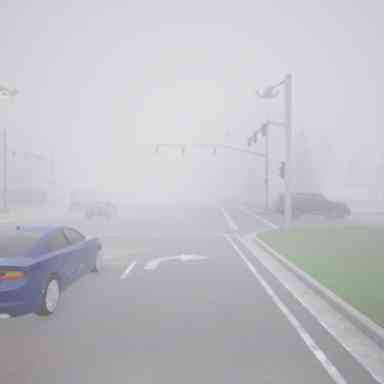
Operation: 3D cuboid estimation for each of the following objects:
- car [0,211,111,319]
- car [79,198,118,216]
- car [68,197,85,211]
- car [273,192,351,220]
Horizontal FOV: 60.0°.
[{"bbox_3d":[-3.435,1.431,7.417,1.882,1.535,5.008,0,0,0],"label":"car"},{"bbox_3d":[-7.404,1.372,27.485,2.033,1.411,5.357,0,0,-4],"label":"car"},{"bbox_3d":[-11.812,1.300,35.713,1.812,1.442,4.674,0,0,-4],"label":"car"},{"bbox_3d":[9.043,1.048,25.405,5.566,2.045,2.150,0,0,1],"label":"car"}]
